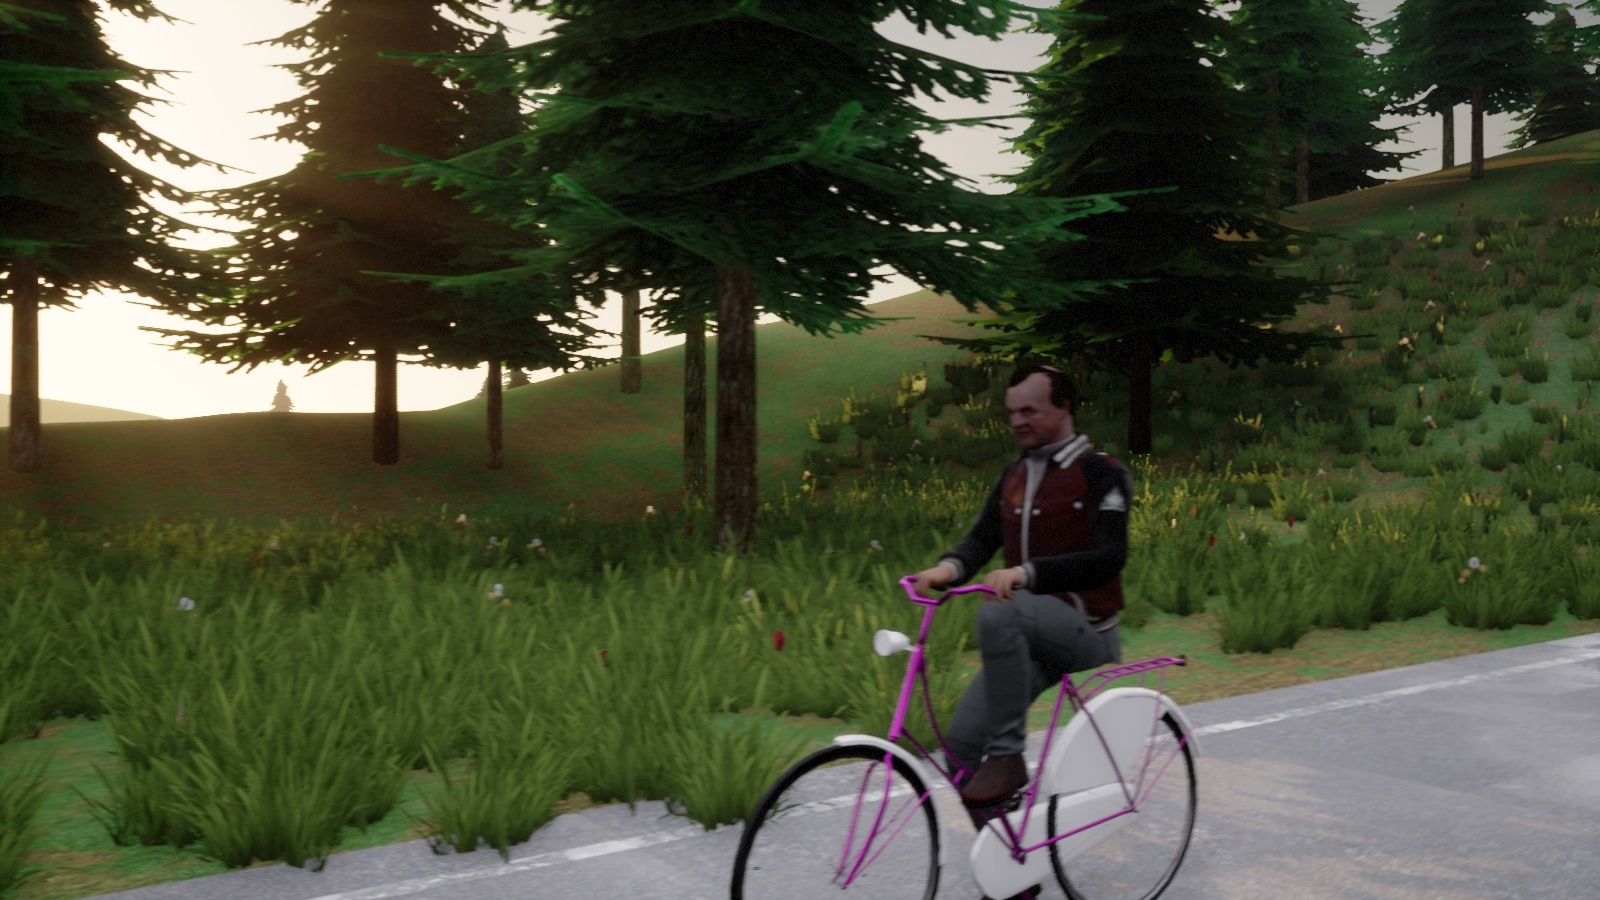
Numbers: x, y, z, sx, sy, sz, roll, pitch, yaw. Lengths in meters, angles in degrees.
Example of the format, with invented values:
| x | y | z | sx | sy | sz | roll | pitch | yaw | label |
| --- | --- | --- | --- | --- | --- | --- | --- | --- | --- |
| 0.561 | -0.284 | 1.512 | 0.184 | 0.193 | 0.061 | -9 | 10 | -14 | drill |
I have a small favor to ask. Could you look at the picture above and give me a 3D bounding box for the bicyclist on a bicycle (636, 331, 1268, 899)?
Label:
| x | y | z | sx | sy | sz | roll | pitch | yaw | label |
| --- | --- | --- | --- | --- | --- | --- | --- | --- | --- |
| 0.504 | 0.623 | 3.637 | 1.843 | 1.776 | 0.659 | 0 | 0 | -35 | bicyclist on a bicycle |
